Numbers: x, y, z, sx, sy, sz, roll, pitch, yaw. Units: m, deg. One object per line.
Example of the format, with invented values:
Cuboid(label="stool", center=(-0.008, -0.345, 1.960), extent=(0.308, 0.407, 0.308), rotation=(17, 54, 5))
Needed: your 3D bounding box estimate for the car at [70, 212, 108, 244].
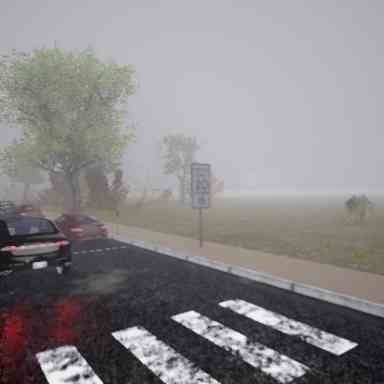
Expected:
Cuboid(label="car", center=(-4.981, 1.522, 14.328), extent=(1.802, 1.307, 4.206), rotation=(-2, 1, -36))

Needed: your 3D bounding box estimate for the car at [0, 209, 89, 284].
Cuboid(label="car", center=(-4.927, 1.478, 9.652), extent=(2.128, 1.511, 4.902), rotation=(-1, 1, -36))

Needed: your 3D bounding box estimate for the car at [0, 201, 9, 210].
Cuboid(label="car", center=(-18.033, 1.518, 32.245), extent=(2.008, 1.369, 4.403), rotation=(-2, 1, -36))

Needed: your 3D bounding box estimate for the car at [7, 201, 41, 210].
Cuboid(label="car", center=(-11.484, 1.535, 23.304), extent=(1.802, 1.307, 4.206), rotation=(-2, 1, -36))
